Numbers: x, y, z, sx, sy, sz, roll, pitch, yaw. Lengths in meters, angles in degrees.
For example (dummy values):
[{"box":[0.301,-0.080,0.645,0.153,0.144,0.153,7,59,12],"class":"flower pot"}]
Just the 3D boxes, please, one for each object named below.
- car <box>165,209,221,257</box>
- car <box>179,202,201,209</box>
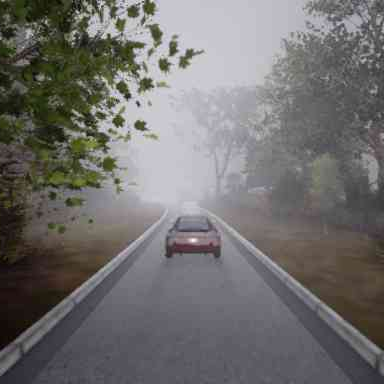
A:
[{"box":[0.044,1.571,13.032,1.994,1.385,4.181,0,0,0],"class":"car"},{"box":[-0.158,1.540,28.532,1.812,1.442,4.674,0,0,-1],"class":"car"}]
